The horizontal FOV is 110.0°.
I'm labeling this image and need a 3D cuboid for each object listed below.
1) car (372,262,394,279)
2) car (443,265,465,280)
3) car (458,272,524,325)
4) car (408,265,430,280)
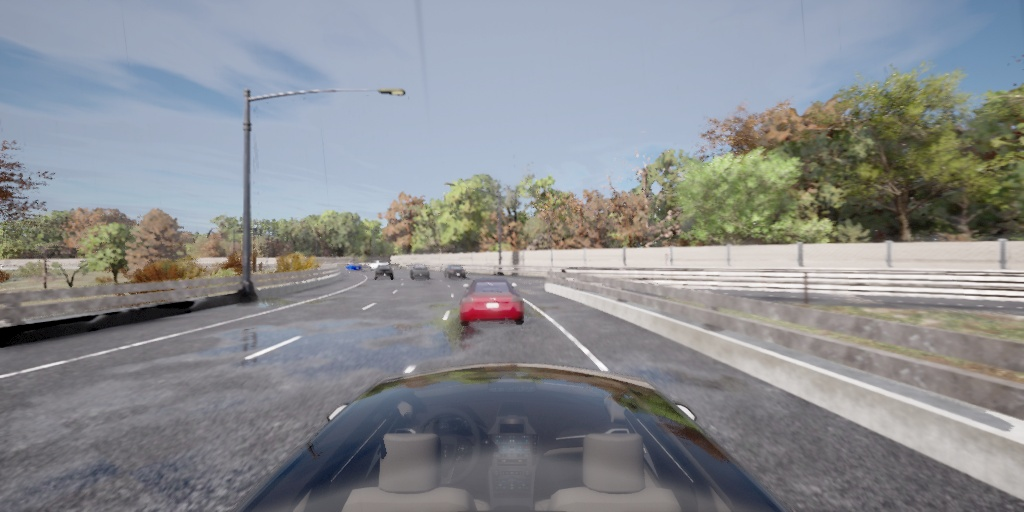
[{"bbox_3d":[-14.020,1.735,39.283,1.837,1.490,4.892,1,-1,-20],"label":"car"},{"bbox_3d":[-6.104,1.699,37.877,1.812,1.442,4.674,0,-1,-19],"label":"car"},{"bbox_3d":[-0.733,1.434,12.413,1.994,1.385,4.181,0,-1,-5],"label":"car"},{"bbox_3d":[-9.917,1.689,38.232,2.128,1.511,4.902,0,-1,-19],"label":"car"}]
